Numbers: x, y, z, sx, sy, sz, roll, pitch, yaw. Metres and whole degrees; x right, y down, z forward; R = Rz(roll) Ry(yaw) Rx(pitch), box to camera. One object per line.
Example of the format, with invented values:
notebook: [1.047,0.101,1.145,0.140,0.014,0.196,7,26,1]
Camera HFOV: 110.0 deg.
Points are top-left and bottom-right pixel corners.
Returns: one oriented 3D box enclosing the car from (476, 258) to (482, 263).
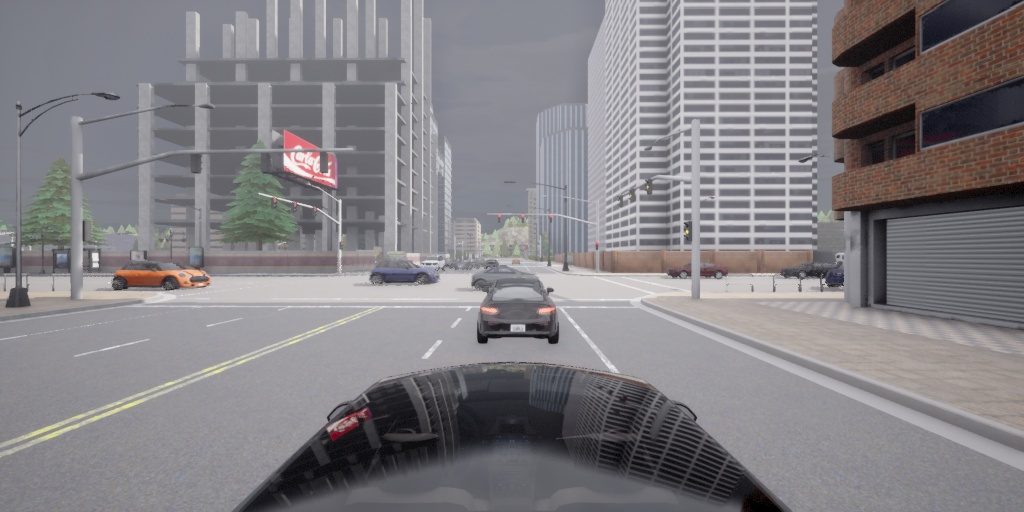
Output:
car: [-6.453,1.312,58.511,1.994,1.385,4.181,0,0,0]

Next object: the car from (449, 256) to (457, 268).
car: [-9.978,1.100,55.655,2.097,1.767,4.553,0,0,1]

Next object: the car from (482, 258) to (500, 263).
car: [-2.847,1.253,51.679,1.837,1.490,4.892,0,0,1]

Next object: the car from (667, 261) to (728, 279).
car: [16.456,1.227,31.895,5.008,1.535,1.882,0,0,0]

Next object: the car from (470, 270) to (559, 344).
car: [0.156,1.275,9.472,1.812,1.442,4.674,0,0,1]

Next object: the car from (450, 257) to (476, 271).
car: [-6.572,1.240,48.541,2.128,1.511,4.902,0,0,1]

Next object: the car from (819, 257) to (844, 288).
car: [21.457,1.101,21.165,4.553,1.767,2.097,0,0,0]

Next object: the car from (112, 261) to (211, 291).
car: [-20.668,1.102,21.305,4.553,1.767,2.097,0,0,2]

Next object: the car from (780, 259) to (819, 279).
car: [26.649,1.227,31.820,5.008,1.535,1.882,0,0,0]

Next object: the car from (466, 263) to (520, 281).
car: [-0.362,1.313,21.302,4.181,1.385,1.994,0,0,0]

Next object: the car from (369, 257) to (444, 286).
car: [-7.358,1.101,24.846,4.553,1.767,2.097,0,0,0]

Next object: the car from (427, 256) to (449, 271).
car: [-10.091,0.970,46.185,2.150,2.045,5.566,0,0,1]
